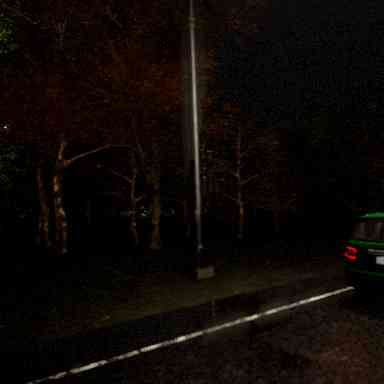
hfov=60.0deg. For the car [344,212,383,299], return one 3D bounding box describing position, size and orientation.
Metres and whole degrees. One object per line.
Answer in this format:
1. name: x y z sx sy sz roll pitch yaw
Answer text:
1. car: 5.977 1.447 8.086 5.566 2.045 2.150 0 -4 -35
